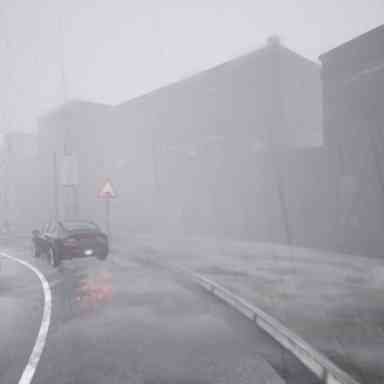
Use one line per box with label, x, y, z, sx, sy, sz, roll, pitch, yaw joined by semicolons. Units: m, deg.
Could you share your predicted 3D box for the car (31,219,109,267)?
car;-4.774;1.805;12.726;1.837;1.490;4.892;0;-3;-36
